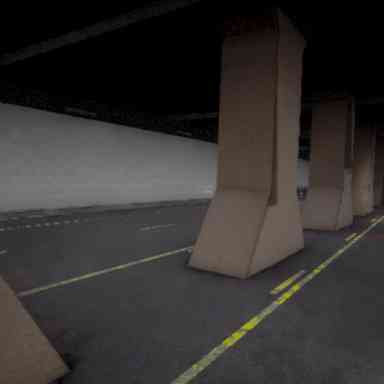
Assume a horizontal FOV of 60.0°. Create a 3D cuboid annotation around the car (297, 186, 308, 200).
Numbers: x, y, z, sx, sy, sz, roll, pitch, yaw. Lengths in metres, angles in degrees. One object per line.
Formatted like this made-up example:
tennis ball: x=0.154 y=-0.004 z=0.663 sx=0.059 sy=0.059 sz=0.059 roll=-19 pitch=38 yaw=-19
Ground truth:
car: x=12.227 y=0.068 z=36.767 sx=2.128 sy=1.511 sz=4.902 roll=4 pitch=3 yaw=35
